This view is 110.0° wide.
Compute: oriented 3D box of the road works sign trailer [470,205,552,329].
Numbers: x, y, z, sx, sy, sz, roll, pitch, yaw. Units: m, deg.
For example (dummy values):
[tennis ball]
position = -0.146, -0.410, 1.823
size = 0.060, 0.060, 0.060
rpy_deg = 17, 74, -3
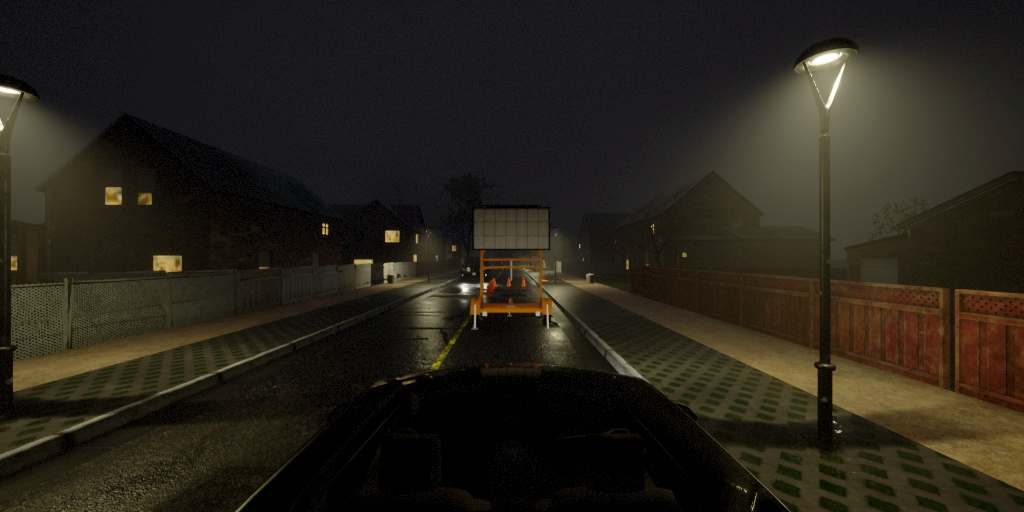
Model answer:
[road works sign trailer]
position = -0.021, 0.222, 11.198
size = 2.380, 3.560, 2.880
rpy_deg = 0, 0, 0

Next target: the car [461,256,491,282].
[car]
position = -2.916, 1.040, 30.158
size = 2.150, 2.045, 5.566
rpy_deg = 0, 0, 0
